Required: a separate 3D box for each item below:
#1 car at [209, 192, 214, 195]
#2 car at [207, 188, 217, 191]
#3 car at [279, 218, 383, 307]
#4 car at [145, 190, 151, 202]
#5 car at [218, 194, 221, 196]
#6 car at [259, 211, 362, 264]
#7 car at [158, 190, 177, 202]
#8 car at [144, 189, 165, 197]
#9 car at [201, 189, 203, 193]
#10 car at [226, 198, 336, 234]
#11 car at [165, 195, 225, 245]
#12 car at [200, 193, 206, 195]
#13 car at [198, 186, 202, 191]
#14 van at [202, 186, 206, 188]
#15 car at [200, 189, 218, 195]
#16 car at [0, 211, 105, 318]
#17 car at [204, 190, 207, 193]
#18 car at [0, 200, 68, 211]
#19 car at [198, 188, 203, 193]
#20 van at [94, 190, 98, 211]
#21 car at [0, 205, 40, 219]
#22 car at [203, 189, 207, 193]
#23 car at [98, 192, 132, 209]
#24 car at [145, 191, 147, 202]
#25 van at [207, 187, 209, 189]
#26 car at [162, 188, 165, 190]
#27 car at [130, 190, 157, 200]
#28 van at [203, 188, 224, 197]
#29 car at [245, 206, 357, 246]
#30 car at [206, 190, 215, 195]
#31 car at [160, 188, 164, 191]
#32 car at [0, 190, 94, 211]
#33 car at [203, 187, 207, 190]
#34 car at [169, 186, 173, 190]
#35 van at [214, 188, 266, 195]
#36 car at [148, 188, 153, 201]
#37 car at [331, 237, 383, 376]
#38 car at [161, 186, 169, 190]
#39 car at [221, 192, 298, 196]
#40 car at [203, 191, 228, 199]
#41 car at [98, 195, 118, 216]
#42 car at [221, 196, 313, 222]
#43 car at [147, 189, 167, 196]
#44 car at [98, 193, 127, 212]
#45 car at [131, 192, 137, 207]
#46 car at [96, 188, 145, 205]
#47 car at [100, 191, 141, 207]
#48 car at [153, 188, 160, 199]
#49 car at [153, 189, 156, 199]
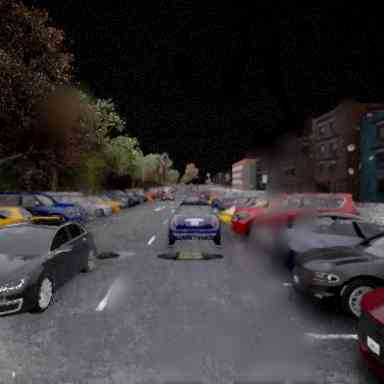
[{"bbox_3d":[4.538,1.011,37.163,4.674,1.452,2.002,0,1,0],"label":"car"},{"bbox_3d":[4.571,0.752,42.726,4.553,1.767,2.185,0,1,0],"label":"car"},{"bbox_3d":[4.545,1.439,6.543,5.008,1.535,2.097,0,1,0],"label":"car"},{"bbox_3d":[-8.534,0.831,45.488,5.008,1.535,2.097,0,1,0],"label":"car"},{"bbox_3d":[4.534,1.151,26.029,4.892,1.521,2.231,0,1,0],"label":"car"},{"bbox_3d":[4.569,1.437,9.330,4.792,1.488,2.163,0,1,0],"label":"car"},{"bbox_3d":[-3.573,0.825,50.788,1.994,1.385,4.181,0,1,0],"label":"car"},{"bbox_3d":[-8.508,0.162,76.116,4.553,1.767,2.185,0,1,0],"label":"car"},{"bbox_3d":[4.534,0.591,59.426,4.892,1.521,2.231,0,1,0],"label":"car"},{"bbox_3d":[4.545,1.281,17.681,5.008,1.535,2.097,0,1,0],"label":"car"},{"bbox_3d":[0.100,1.197,14.963,2.097,1.767,4.553,0,1,0],"label":"car"},{"bbox_3d":[0.100,1.084,34.308,2.033,1.411,5.357,0,1,0],"label":"car"},{"bbox_3d":[4.569,0.138,70.553,5.566,2.045,2.435,0,1,0],"label":"car"},{"bbox_3d":[4.657,0.214,67.771,4.442,1.987,1.878,0,1,0],"label":"van"},{"bbox_3d":[4.525,0.078,89.896,4.674,1.452,2.002,-1,1,0],"label":"car"},{"bbox_3d":[-3.600,1.447,7.574,1.837,1.490,4.892,0,1,0],"label":"car"},{"bbox_3d":[4.569,0.814,48.295,4.792,1.488,2.163,0,1,0],"label":"car"},{"bbox_3d":[-8.725,1.322,14.858,5.366,1.575,1.946,0,1,0],"label":"car"},{"bbox_3d":[4.355,0.537,62.209,5.366,1.575,1.946,0,1,0],"label":"car"},{"bbox_3d":[-8.423,1.012,20.424,4.442,1.987,1.878,0,1,0],"label":"van"},{"bbox_3d":[-8.535,1.371,11.950,5.008,1.535,2.097,0,1,0],"label":"car"},{"bbox_3d":[4.538,0.728,53.860,4.674,1.452,2.002,0,1,0],"label":"car"},{"bbox_3d":[-8.546,1.062,31.566,4.892,1.521,2.231,0,1,0],"label":"car"},{"bbox_3d":[-8.542,0.918,42.705,4.674,1.452,2.002,0,1,0],"label":"car"},{"bbox_3d":[4.657,0.607,45.444,4.442,1.987,1.878,0,1,0],"label":"van"},{"bbox_3d":[-8.545,0.440,67.766,5.008,1.535,2.097,0,1,0],"label":"car"},{"bbox_3d":[-8.571,0.464,59.410,4.553,1.767,2.185,0,1,0],"label":"car"},{"bbox_3d":[4.657,0.115,73.212,4.442,1.987,1.878,0,1,0],"label":"van"},{"bbox_3d":[4.543,1.409,12.116,4.674,1.452,2.002,0,1,0],"label":"car"},{"bbox_3d":[4.725,0.921,39.945,5.366,1.575,1.946,0,1,0],"label":"car"},{"bbox_3d":[-8.510,0.520,64.981,4.792,1.488,2.163,0,1,0],"label":"car"},{"bbox_3d":[-8.512,1.030,17.639,5.566,2.045,2.435,0,1,0],"label":"car"},{"bbox_3d":[4.571,0.514,56.640,4.553,1.767,2.185,0,1,0],"label":"car"},{"bbox_3d":[-8.568,-0.166,87.252,5.566,2.045,2.435,0,1,0],"label":"car"},{"bbox_3d":[4.423,0.880,28.809,4.442,1.987,1.878,0,1,0],"label":"van"},{"bbox_3d":[-8.508,0.659,48.270,4.553,1.767,2.185,0,1,0],"label":"car"},{"bbox_3d":[4.546,1.462,3.754,5.008,1.535,2.097,0,0,0],"label":"car"},{"bbox_3d":[-8.568,0.090,73.205,5.566,2.045,2.435,0,1,0],"label":"car"},{"bbox_3d":[4.571,1.070,23.120,4.553,1.767,2.185,0,1,0],"label":"car"},{"bbox_3d":[4.547,0.491,64.991,4.892,1.521,2.231,0,1,0],"label":"car"},{"bbox_3d":[-8.542,1.191,25.997,4.674,1.452,2.002,0,1,0],"label":"car"},{"bbox_3d":[4.355,1.235,20.464,5.366,1.575,1.946,0,1,0],"label":"car"},{"bbox_3d":[-8.571,0.063,81.560,4.553,1.767,2.185,0,1,0],"label":"car"},{"bbox_3d":[-8.545,1.106,28.781,5.008,1.535,2.097,0,1,0],"label":"car"},{"bbox_3d":[-8.568,1.046,34.349,4.792,1.488,2.163,0,1,0],"label":"car"},{"bbox_3d":[-8.512,0.720,37.132,5.566,2.045,2.435,0,1,0],"label":"car"},{"bbox_3d":[-8.509,0.799,39.917,4.553,1.767,2.185,0,1,0],"label":"car"},{"bbox_3d":[-8.512,0.437,53.839,5.566,2.045,2.435,0,1,0],"label":"car"},{"bbox_3d":[-8.544,0.736,51.057,5.008,1.535,2.097,0,1,0],"label":"car"}]
